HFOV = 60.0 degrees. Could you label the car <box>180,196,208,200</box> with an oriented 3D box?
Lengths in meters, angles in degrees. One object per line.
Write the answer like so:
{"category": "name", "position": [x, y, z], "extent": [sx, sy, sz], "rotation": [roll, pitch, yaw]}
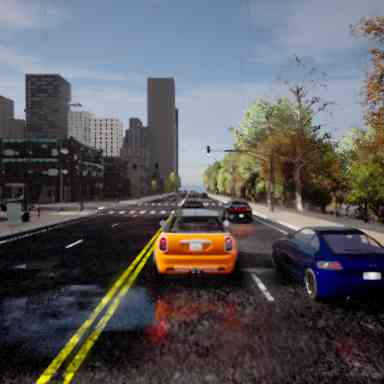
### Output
{"category": "car", "position": [0.081, 1.301, 25.867], "extent": [1.882, 1.535, 5.008], "rotation": [0, 0, 0]}

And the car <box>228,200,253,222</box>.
{"category": "car", "position": [3.331, 1.335, 24.824], "extent": [1.837, 1.490, 4.892], "rotation": [0, 0, 0]}

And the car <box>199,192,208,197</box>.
{"category": "car", "position": [3.180, 0.872, 86.782], "extent": [1.837, 1.490, 4.892], "rotation": [0, 0, 0]}

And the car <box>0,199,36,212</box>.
{"category": "car", "position": [-19.984, 1.567, 37.582], "extent": [4.313, 1.339, 1.947], "rotation": [-1, 2, 0]}

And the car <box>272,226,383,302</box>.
{"category": "car", "position": [3.342, 1.507, 8.174], "extent": [1.994, 1.385, 4.181], "rotation": [0, 0, 0]}

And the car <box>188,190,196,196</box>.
{"category": "car", "position": [-0.070, 0.728, 86.748], "extent": [2.097, 1.767, 4.553], "rotation": [0, 0, 0]}

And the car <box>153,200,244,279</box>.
{"category": "car", "position": [0.092, 1.284, 9.950], "extent": [2.097, 1.767, 4.553], "rotation": [0, 0, 0]}

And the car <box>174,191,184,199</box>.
{"category": "car", "position": [-3.319, 0.642, 84.472], "extent": [2.150, 2.045, 5.566], "rotation": [0, 0, 0]}
